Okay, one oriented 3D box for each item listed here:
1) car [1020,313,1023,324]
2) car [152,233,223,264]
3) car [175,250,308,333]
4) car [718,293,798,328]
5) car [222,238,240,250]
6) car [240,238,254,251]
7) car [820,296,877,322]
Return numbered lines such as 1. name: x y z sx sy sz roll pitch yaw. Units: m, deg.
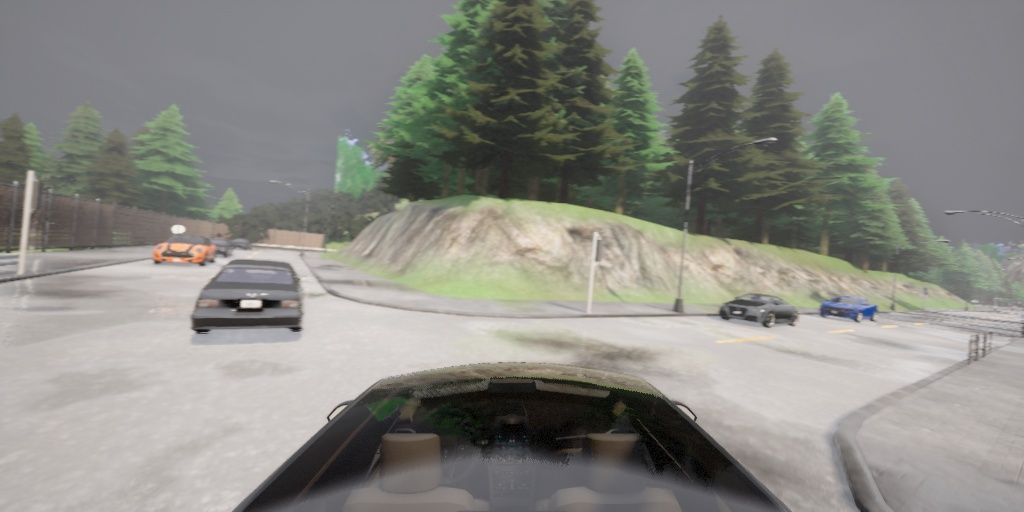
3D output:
1. car: 43.929 5.169 27.764 5.566 2.045 2.150 5 -2 21
2. car: -18.399 -0.455 20.403 2.097 1.767 4.553 5 0 -32
3. car: -6.003 0.793 8.538 2.033 1.411 5.357 5 0 -32
4. car: 11.694 2.487 16.969 4.181 1.385 1.994 5 0 -32
5. car: -23.855 -0.698 29.051 2.033 1.411 5.357 5 0 -32
6. car: -33.019 -1.432 43.794 2.033 1.411 5.357 5 0 -27
7. car: 22.224 3.410 23.635 5.008 1.535 1.882 5 0 -32
